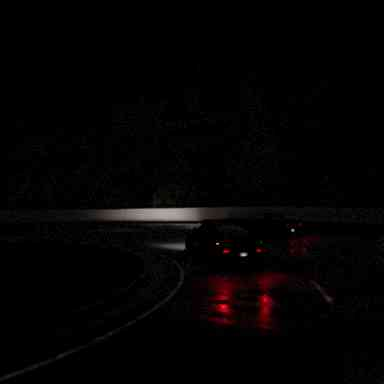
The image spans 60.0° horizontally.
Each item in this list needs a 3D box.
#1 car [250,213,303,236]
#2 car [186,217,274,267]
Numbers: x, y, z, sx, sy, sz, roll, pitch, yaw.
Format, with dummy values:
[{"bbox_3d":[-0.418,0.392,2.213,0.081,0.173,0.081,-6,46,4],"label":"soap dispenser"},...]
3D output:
[{"bbox_3d":[4.318,1.940,20.630,1.895,1.301,4.718,0,-1,-40],"label":"car"},{"bbox_3d":[1.080,1.751,12.328,1.812,1.442,4.674,0,-1,-12],"label":"car"}]
